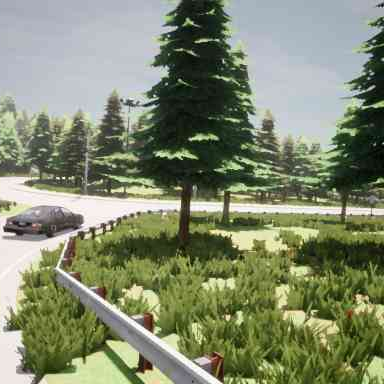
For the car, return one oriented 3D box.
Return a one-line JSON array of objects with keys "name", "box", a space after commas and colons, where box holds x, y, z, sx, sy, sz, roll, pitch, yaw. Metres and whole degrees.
[{"name": "car", "box": [-7.398, 1.412, 17.296, 2.033, 1.411, 5.357, 4, 1, 3]}]
